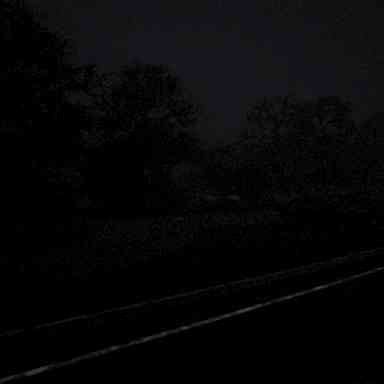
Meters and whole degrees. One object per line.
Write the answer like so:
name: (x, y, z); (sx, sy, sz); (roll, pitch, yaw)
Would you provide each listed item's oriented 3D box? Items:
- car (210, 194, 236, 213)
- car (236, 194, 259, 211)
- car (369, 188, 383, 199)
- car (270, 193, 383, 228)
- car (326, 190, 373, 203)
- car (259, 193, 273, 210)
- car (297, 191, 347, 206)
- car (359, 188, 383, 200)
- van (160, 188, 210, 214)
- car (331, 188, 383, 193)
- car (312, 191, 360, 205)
car: (1.239, 0.948, 28.859); (2.002, 1.452, 4.674); (0, 0, -35)
car: (3.520, 0.937, 30.455); (2.002, 1.452, 4.674); (0, 0, -35)
car: (28.647, 0.161, 48.040); (2.097, 1.535, 5.008); (-3, 2, -35)
car: (6.633, 0.957, 16.631); (2.163, 1.488, 4.792); (0, 0, -35)
car: (19.626, 0.556, 41.714); (2.231, 1.521, 4.892); (-2, 1, -35)
car: (5.891, 0.907, 32.146); (2.163, 1.488, 4.792); (0, 0, -35)
car: (14.951, 0.705, 38.444); (2.097, 1.535, 5.008); (-2, 1, -35)
car: (26.472, 0.271, 46.286); (1.946, 1.575, 5.366); (-3, 2, -35)
van: (-0.879, 0.695, 27.219); (1.878, 1.987, 4.442); (0, 1, -35)
car: (11.162, 0.779, 19.873); (2.185, 1.767, 4.553); (0, 0, -35)
car: (17.236, 0.636, 40.043); (2.097, 1.535, 5.008); (-2, 1, -35)
